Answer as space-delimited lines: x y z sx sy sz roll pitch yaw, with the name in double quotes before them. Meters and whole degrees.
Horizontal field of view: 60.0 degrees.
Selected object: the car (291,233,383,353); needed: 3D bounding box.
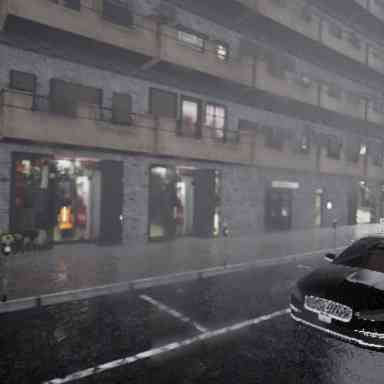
"car" 3.863 1.567 6.142 4.892 1.490 1.837 1 0 -36
